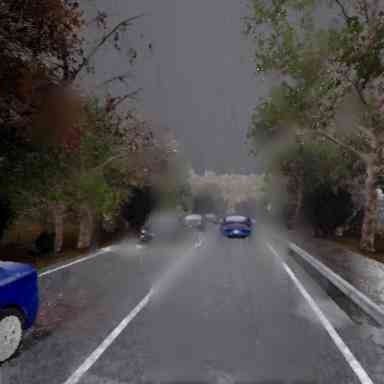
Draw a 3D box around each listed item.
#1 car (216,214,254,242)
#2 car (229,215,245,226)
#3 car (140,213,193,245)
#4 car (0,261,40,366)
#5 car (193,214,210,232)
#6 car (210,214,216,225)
[{"bbox_3d":[2.662,2.070,19.840,1.882,1.535,5.008,1,-3,8],"label":"car"},{"bbox_3d":[6.009,3.767,44.208,1.994,1.385,4.181,1,-4,9],"label":"car"},{"bbox_3d":[-1.355,1.928,17.811,1.837,1.490,4.892,1,-3,8],"label":"car"},{"bbox_3d":[-3.583,1.457,3.095,1.882,1.535,5.008,1,0,11],"label":"car"},{"bbox_3d":[0.249,2.655,29.166,1.812,1.442,4.674,1,-4,8],"label":"car"},{"bbox_3d":[2.468,3.677,44.614,1.882,1.535,5.008,1,-4,8],"label":"car"}]
